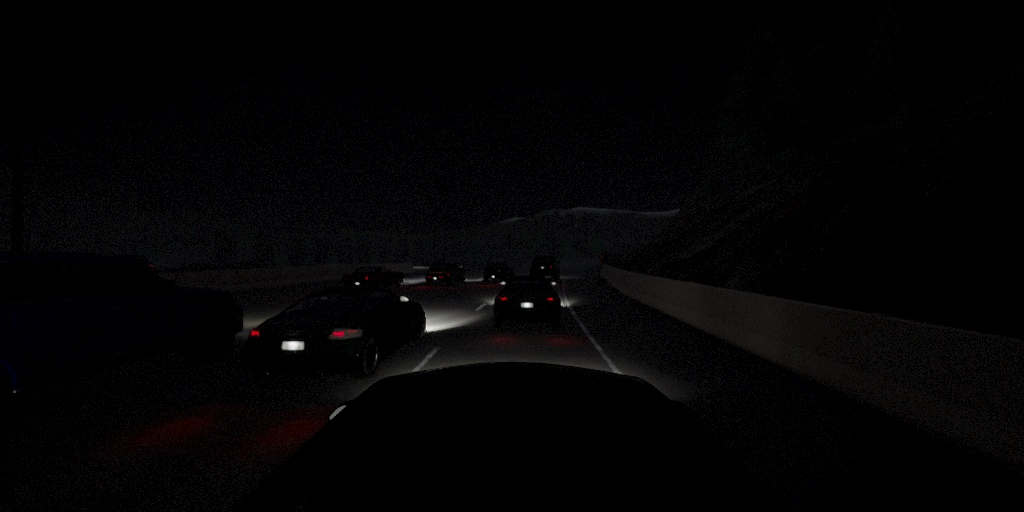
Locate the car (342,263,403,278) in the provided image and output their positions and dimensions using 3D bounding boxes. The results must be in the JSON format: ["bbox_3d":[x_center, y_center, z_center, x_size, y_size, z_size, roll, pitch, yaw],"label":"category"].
[{"bbox_3d":[-8.877,1.345,23.423,1.895,1.301,4.718,0,0,7],"label":"car"}]

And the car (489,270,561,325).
[{"bbox_3d":[0.537,1.323,11.852,1.994,1.385,4.181,0,0,4],"label":"car"}]

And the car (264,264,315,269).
[{"bbox_3d":[-18.519,1.325,31.194,1.895,1.301,4.718,0,0,10],"label":"car"}]

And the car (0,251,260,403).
[{"bbox_3d":[-6.796,0.956,5.191,2.150,2.045,5.566,0,0,1],"label":"car"}]

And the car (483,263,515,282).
[{"bbox_3d":[-0.984,1.273,28.707,1.837,1.490,4.892,0,0,9],"label":"car"}]

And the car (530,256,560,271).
[{"bbox_3d":[2.825,1.001,30.327,2.150,2.045,5.566,0,0,10],"label":"car"}]

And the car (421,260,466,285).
[{"bbox_3d":[-4.857,1.262,26.668,1.837,1.490,4.892,0,0,8],"label":"car"}]

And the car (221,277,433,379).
[{"bbox_3d":[-3.200,1.310,7.354,1.994,1.385,4.181,0,0,2],"label":"car"}]

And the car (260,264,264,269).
[{"bbox_3d":[-22.363,1.204,29.187,2.128,1.511,4.902,0,0,9],"label":"car"}]
